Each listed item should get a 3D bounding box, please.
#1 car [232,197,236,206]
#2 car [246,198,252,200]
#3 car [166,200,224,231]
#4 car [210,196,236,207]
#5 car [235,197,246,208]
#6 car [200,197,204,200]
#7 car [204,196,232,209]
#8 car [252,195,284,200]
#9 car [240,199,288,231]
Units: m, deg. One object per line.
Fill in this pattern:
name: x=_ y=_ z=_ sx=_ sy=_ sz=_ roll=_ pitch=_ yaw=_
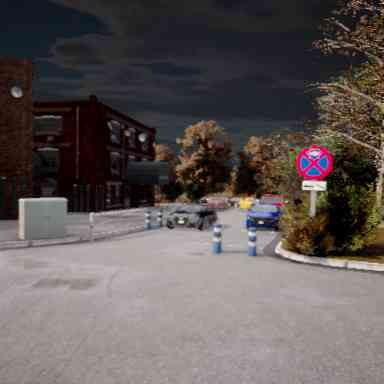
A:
car: x=6.778 y=1.527 z=49.151 sx=2.231 sy=1.521 sz=4.892 roll=0 pitch=0 yaw=-15
car: x=7.926 y=1.545 z=37.894 sx=2.231 sy=1.521 sz=4.892 roll=1 pitch=0 yaw=2
car: x=0.127 y=1.381 z=19.058 sx=1.994 sy=1.385 sz=4.181 roll=2 pitch=0 yaw=20
car: x=5.009 y=1.551 z=54.547 sx=2.097 sy=1.535 sz=5.008 roll=0 pitch=0 yaw=-21
car: x=7.682 y=1.545 z=43.629 sx=2.097 sy=1.535 sz=5.008 roll=1 pitch=0 yaw=-6
car: x=2.944 y=1.618 z=60.032 sx=2.231 sy=1.521 sz=4.892 roll=0 pitch=-2 yaw=-27
car: x=3.555 y=1.354 z=45.934 sx=2.097 sy=1.767 sz=4.553 roll=1 pitch=0 yaw=-10
car: x=6.389 y=1.234 z=26.568 sx=2.435 sy=2.045 sz=5.566 roll=1 pitch=0 yaw=13
car: x=4.658 y=1.447 z=20.826 sx=2.097 sy=1.535 sz=5.008 roll=1 pitch=0 yaw=19
